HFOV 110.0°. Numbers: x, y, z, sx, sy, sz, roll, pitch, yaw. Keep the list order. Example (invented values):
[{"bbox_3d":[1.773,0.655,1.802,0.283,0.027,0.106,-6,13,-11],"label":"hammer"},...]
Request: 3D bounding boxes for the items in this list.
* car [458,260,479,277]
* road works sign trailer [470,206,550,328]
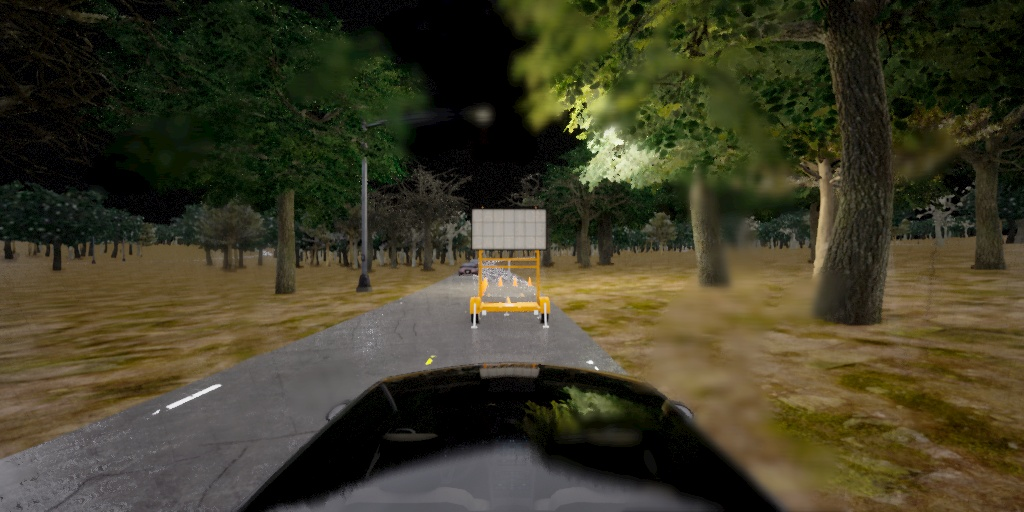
[{"bbox_3d":[-4.483,1.374,37.095,1.994,1.385,4.181,0,0,-4],"label":"car"},{"bbox_3d":[-0.093,0.222,11.424,2.380,3.560,2.880,0,0,-2],"label":"road works sign trailer"}]
